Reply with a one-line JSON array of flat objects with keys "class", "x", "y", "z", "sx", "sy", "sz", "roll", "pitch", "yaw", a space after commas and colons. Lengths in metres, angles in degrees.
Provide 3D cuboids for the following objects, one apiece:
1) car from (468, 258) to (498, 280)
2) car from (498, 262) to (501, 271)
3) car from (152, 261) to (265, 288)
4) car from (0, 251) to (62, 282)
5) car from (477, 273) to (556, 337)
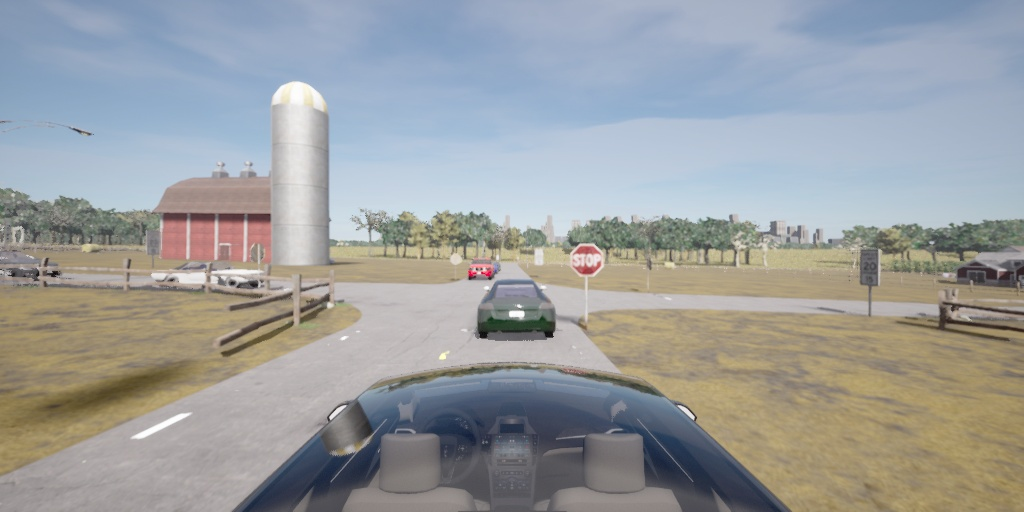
[{"class": "car", "x": -2.856, "y": 1.184, "z": 34.319, "sx": 2.150, "sy": 2.045, "sz": 5.566, "roll": 0, "pitch": -1, "yaw": 1}, {"class": "car", "x": -2.825, "y": 1.567, "z": 46.327, "sx": 1.882, "sy": 1.535, "sz": 5.008, "roll": 0, "pitch": -1, "yaw": 0}, {"class": "car", "x": -15.322, "y": 0.965, "z": 18.492, "sx": 4.718, "sy": 1.301, "sz": 1.895, "roll": 2, "pitch": 0, "yaw": -1}, {"class": "car", "x": -26.323, "y": 0.485, "z": 18.469, "sx": 4.902, "sy": 1.511, "sz": 2.128, "roll": 2, "pitch": 0, "yaw": 0}, {"class": "car", "x": 0.095, "y": 1.349, "z": 10.399, "sx": 1.994, "sy": 1.385, "sz": 4.181, "roll": -1, "pitch": -1, "yaw": 0}]
